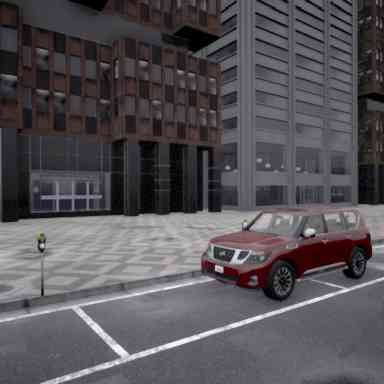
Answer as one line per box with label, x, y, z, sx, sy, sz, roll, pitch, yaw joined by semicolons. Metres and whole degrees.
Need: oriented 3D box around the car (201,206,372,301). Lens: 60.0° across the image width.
car;2.625;1.314;8.507;5.009;1.841;2.192;0;0;-35
